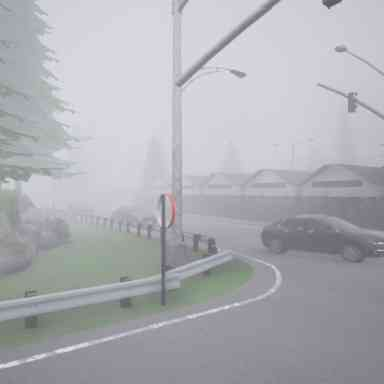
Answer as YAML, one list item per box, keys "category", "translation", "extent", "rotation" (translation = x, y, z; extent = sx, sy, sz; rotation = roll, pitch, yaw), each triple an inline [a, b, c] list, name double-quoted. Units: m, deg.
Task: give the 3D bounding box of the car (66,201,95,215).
- category: "car"
  translation: [-12.249, 1.736, 36.361]
  extent: [2.033, 1.411, 5.357]
  rotation: [0, 0, -34]

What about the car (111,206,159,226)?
- category: "car"
  translation: [-4.396, 1.737, 25.049]
  extent: [2.033, 1.411, 5.357]
  rotation: [0, 0, -35]

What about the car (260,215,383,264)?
- category: "car"
  translation: [4.859, 1.629, 12.494]
  extent: [1.837, 1.490, 4.892]
  rotation: [0, -3, -42]
